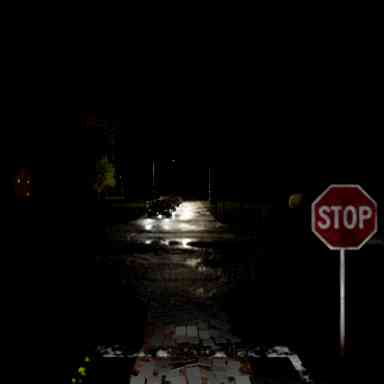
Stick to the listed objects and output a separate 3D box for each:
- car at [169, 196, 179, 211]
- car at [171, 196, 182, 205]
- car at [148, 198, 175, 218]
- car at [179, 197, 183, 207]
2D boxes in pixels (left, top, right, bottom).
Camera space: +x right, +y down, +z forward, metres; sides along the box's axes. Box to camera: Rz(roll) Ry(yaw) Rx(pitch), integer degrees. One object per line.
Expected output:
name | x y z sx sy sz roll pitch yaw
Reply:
car | -2.807 1.514 39.212 1.812 1.442 4.674 0 0 0
car | -2.744 1.504 59.820 1.812 1.442 4.674 0 0 0
car | -2.837 1.518 30.176 1.812 1.442 4.674 0 0 1
car | -2.785 1.461 49.474 1.882 1.535 5.008 0 0 0
